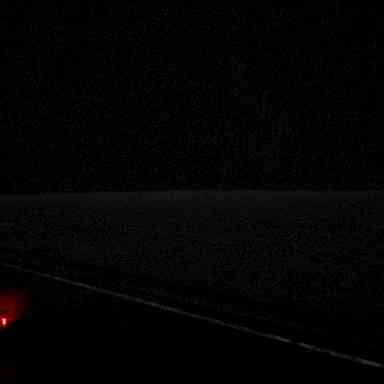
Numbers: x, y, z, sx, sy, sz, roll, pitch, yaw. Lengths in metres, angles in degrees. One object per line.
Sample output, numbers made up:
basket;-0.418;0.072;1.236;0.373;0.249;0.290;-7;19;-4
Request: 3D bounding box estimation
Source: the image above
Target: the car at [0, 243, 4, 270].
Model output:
car;-6.734;1.453;8.754;4.674;1.442;1.812;1;0;36
